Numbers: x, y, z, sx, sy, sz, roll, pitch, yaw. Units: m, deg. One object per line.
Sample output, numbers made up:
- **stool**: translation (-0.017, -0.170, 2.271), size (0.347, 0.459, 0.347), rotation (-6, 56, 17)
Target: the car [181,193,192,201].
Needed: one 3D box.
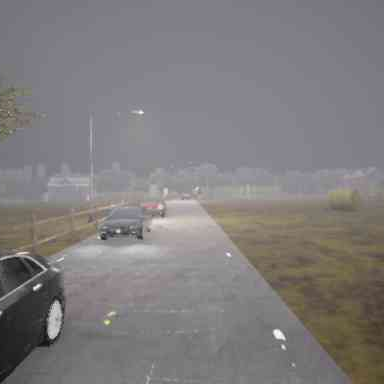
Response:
- **car**: translation (-1.210, 1.007, 73.694), size (2.097, 1.767, 4.553), rotation (0, 0, 2)

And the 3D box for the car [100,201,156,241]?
- **car**: translation (-3.064, 1.376, 16.118), size (1.837, 1.490, 4.892), rotation (0, 0, -1)

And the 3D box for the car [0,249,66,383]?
- **car**: translation (-2.883, 1.490, 3.447), size (1.837, 1.490, 4.892), rotation (0, 0, -1)

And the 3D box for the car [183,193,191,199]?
- **car**: translation (-1.218, 1.049, 83.828), size (1.994, 1.385, 4.181), rotation (0, 0, -1)

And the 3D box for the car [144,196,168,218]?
- **car**: translation (-3.194, 1.144, 27.469), size (2.097, 1.767, 4.553), rotation (0, 0, 0)
